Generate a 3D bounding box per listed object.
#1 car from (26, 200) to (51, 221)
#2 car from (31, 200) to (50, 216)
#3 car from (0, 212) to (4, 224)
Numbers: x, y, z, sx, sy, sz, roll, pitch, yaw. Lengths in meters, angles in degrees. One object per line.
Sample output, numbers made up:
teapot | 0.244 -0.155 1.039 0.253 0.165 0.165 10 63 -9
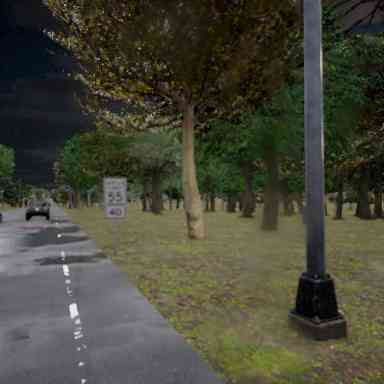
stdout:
car | -16.123 1.855 34.913 2.150 2.045 5.566 0 -1 -22
car | -20.344 2.065 44.828 2.150 2.045 5.566 0 -1 -23
car | -17.132 2.105 27.956 1.994 1.385 4.181 0 -1 -23
